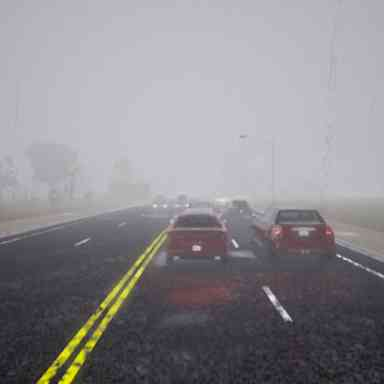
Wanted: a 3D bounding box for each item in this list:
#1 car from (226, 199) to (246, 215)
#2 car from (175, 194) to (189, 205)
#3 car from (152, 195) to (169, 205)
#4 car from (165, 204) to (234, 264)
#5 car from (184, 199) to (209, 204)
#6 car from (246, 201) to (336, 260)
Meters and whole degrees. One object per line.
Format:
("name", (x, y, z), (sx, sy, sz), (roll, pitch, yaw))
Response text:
("car", (3.981, 1.320, 28.477), (1.812, 1.442, 4.674), (0, 0, 3))
("car", (-1.414, 1.128, 50.368), (1.837, 1.490, 4.892), (0, 0, 4))
("car", (-4.646, 1.146, 50.697), (1.812, 1.442, 4.674), (0, 0, 4))
("car", (0.199, 1.395, 11.617), (1.882, 1.535, 5.008), (0, 0, 1))
("car", (0.616, 1.412, 26.126), (1.895, 1.301, 4.718), (0, 0, 3))
("car", (3.470, 1.264, 12.279), (2.097, 1.767, 4.553), (0, 0, 1))
